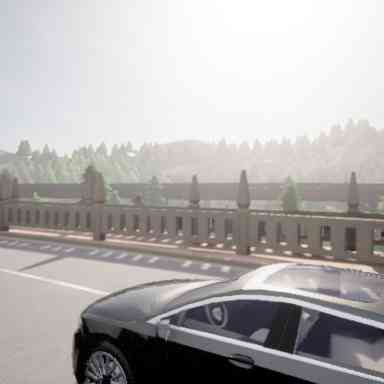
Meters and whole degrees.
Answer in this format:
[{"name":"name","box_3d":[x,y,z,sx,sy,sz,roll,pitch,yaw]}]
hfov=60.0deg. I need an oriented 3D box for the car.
[{"name":"car","box_3d":[0.890,1.476,3.131,4.902,1.511,2.128,1,0,35]}]
